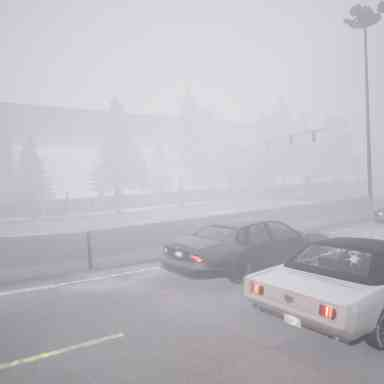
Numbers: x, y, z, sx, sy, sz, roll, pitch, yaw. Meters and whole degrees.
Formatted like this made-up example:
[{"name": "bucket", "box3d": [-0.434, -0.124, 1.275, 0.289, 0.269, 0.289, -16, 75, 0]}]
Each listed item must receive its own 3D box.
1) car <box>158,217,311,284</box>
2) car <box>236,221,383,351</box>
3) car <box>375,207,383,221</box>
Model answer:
[{"name": "car", "box3d": [1.713, 1.435, 9.294, 5.357, 1.411, 2.033, -2, 1, -36]}, {"name": "car", "box3d": [3.251, 1.506, 6.092, 4.718, 1.301, 1.895, -2, 1, -36]}, {"name": "car", "box3d": [10.764, 0.867, 15.809, 5.357, 1.411, 2.033, -4, 2, -36]}]
